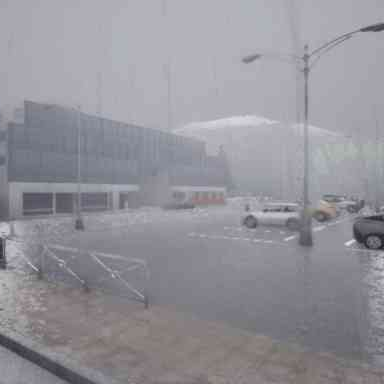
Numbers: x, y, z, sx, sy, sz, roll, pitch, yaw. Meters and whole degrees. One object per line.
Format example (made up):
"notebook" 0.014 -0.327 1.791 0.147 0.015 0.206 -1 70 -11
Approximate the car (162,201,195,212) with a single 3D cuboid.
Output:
"car" -1.679 1.751 41.537 1.895 1.301 4.718 0 0 35

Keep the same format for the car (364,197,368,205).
"car" 17.064 1.279 37.983 4.605 1.855 1.932 0 0 35

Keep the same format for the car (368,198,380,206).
"car" 27.927 1.554 53.062 3.633 1.501 1.845 0 0 35

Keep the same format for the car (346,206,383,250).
"car" 8.499 1.489 12.452 4.514 1.523 2.007 0 0 35

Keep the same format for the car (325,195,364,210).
"car" 15.720 1.259 35.375 3.866 1.878 1.905 0 0 35

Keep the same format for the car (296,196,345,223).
"car" 8.317 1.337 24.939 5.027 1.636 2.152 0 0 35

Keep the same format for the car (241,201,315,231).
"car" 4.869 1.416 19.517 3.806 1.475 1.970 0 0 35
